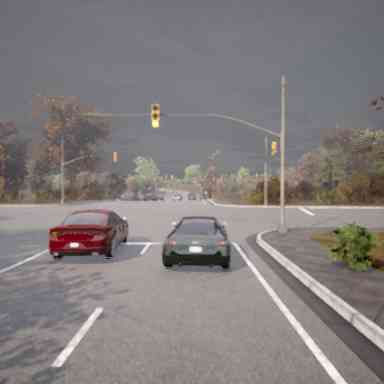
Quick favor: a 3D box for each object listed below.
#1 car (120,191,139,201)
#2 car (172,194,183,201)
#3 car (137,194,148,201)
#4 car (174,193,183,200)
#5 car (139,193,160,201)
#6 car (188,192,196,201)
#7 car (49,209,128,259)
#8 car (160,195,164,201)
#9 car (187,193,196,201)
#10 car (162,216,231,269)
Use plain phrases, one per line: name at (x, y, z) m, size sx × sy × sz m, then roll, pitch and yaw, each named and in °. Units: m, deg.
car at (-10.564, 0.673, 55.819) m, size 2.097 × 1.767 × 4.553 m, roll 0°, pitch -1°, yaw 0°
car at (-3.510, 1.446, 76.451) m, size 1.895 × 1.301 × 4.718 m, roll 0°, pitch -2°, yaw 0°
car at (-10.509, 1.232, 70.765) m, size 1.812 × 1.442 × 4.674 m, roll 0°, pitch -2°, yaw 0°
car at (-3.511, 1.315, 86.421) m, size 2.097 × 1.767 × 4.553 m, roll 0°, pitch -2°, yaw 0°
car at (-7.063, 0.866, 55.720) m, size 2.033 × 1.411 × 5.357 m, roll 0°, pitch -1°, yaw 1°
car at (-0.011, 1.187, 86.484) m, size 2.150 × 2.045 × 5.566 m, roll 0°, pitch -2°, yaw 0°
car at (-3.569, 1.372, 12.284) m, size 1.882 × 1.535 × 5.008 m, roll 0°, pitch 1°, yaw -2°
car at (-7.009, 1.260, 71.317) m, size 2.033 × 1.411 × 5.357 m, roll 0°, pitch -2°, yaw 0°
car at (-0.010, 1.363, 76.007) m, size 2.128 × 1.511 × 4.902 m, roll 0°, pitch -2°, yaw 0°
car at (0.239, 1.480, 10.953) m, size 1.994 × 1.385 × 4.181 m, roll 0°, pitch 1°, yaw 4°
